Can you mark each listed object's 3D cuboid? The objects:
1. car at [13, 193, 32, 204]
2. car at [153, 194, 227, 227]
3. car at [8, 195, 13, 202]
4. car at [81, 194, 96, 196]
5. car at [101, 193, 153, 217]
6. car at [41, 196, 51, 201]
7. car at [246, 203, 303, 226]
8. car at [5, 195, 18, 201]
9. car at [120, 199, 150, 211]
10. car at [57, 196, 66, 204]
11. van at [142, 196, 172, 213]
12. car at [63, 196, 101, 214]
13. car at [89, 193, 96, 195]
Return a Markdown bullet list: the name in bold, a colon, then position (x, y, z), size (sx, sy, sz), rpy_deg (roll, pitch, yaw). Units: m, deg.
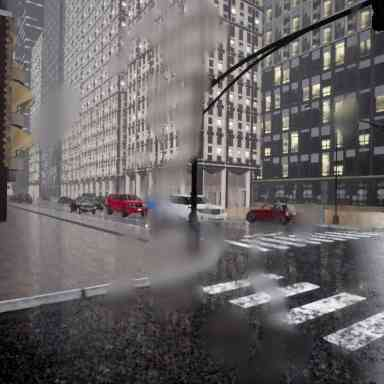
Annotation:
- **car**: position (-30.504, 1.154, 60.548), size (2.192, 1.841, 5.009), rpy_deg (1, -1, -35)
- **car**: position (-0.089, 1.170, 22.257), size (2.150, 2.045, 5.566), rpy_deg (1, -1, -35)
- **car**: position (-37.056, 1.396, 69.751), size (1.947, 1.339, 4.313), rpy_deg (1, -1, -35)
- **car**: position (-17.097, 1.445, 51.680), size (1.882, 1.535, 5.008), rpy_deg (1, -1, -35)
- **car**: position (-6.068, 1.155, 30.661), size (2.150, 2.045, 5.566), rpy_deg (1, -1, -35)
- **car**: position (-36.777, 1.570, 83.813), size (1.802, 1.307, 4.206), rpy_deg (1, -1, -35)
- **car**: position (5.789, 1.505, 23.977), size (1.967, 1.590, 4.097), rpy_deg (1, -1, -35)
- **car**: position (-40.329, 1.377, 74.354), size (2.008, 1.369, 4.403), rpy_deg (1, -1, -35)
- **car**: position (-7.309, 1.584, 42.388), size (2.008, 1.369, 4.403), rpy_deg (1, -1, -35)
- **car**: position (-22.511, 1.484, 59.284), size (1.812, 1.442, 4.674), rpy_deg (1, -1, -35)
- **van**: position (-4.032, 1.382, 37.787), size (1.690, 1.788, 3.998), rpy_deg (1, -1, -35)
- **car**: position (-10.863, 1.427, 32.928), size (2.008, 1.369, 4.403), rpy_deg (1, -1, -35)
- **car**: position (-14.427, 1.380, 53.129), size (2.097, 1.767, 4.553), rpy_deg (1, -1, -35)
